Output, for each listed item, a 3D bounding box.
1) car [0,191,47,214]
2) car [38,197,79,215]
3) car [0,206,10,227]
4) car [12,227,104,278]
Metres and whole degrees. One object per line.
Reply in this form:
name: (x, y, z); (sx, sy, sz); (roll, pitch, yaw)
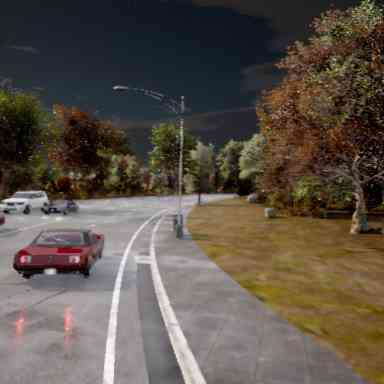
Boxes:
car: (-15.807, 0.944, 31.777); (2.150, 2.045, 5.566); (2, 1, 2)
car: (-12.292, 1.390, 31.423); (1.994, 1.385, 4.181); (2, 1, 2)
car: (-11.913, 1.606, 17.683); (1.895, 1.301, 4.718); (2, 0, -5)
car: (-4.001, 1.805, 10.830); (1.895, 1.301, 4.718); (2, -1, -9)
